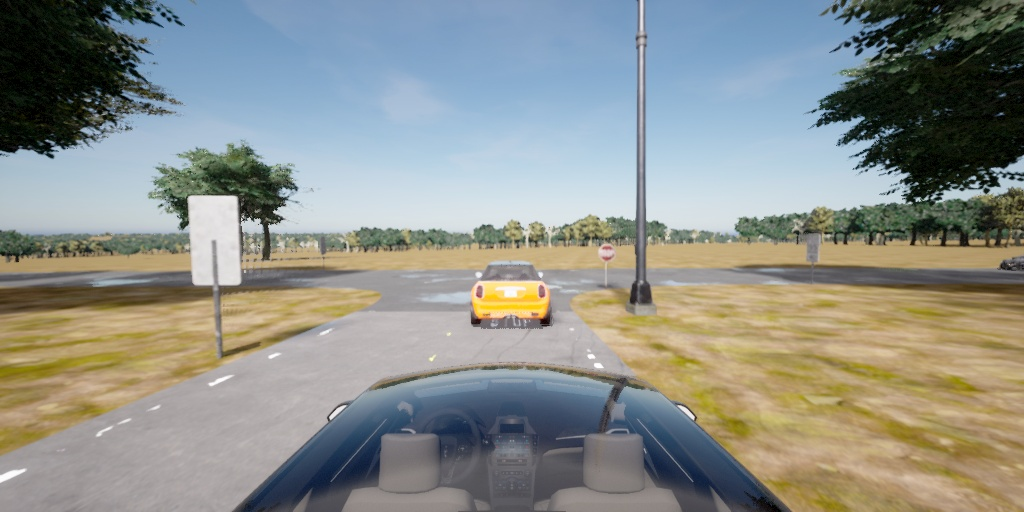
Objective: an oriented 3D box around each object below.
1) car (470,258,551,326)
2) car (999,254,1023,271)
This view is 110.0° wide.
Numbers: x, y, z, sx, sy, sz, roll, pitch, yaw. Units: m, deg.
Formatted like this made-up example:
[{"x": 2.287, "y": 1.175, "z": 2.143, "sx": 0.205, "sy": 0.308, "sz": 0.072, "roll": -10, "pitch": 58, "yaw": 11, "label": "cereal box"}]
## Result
[{"x": -0.075, "y": 0.901, "z": 11.033, "sx": 2.097, "sy": 1.767, "sz": 4.553, "roll": 0, "pitch": 1, "yaw": -1, "label": "car"}, {"x": 43.439, "y": 0.544, "z": 29.631, "sx": 4.892, "sy": 1.490, "sz": 1.837, "roll": 1, "pitch": 3, "yaw": -4, "label": "car"}]
